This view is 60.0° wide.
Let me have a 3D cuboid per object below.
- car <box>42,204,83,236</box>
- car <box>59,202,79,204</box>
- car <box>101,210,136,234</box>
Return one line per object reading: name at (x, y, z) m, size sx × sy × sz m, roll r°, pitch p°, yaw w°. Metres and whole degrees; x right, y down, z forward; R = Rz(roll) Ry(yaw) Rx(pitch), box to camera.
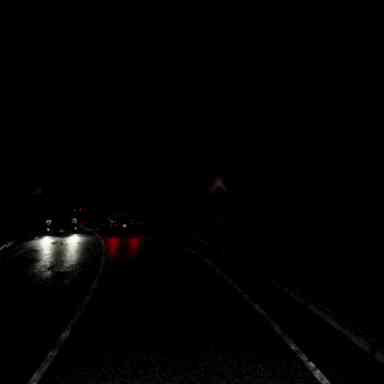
car at (-9.233, 1.967, 23.105) m, size 2.097 × 1.767 × 4.553 m, roll -2°, pitch -1°, yaw -27°
car at (-14.527, 2.260, 38.325) m, size 2.150 × 2.045 × 5.566 m, roll -3°, pitch -1°, yaw -40°
car at (-5.111, 1.988, 22.906) m, size 1.812 × 1.442 × 4.674 m, roll -2°, pitch -1°, yaw -23°
